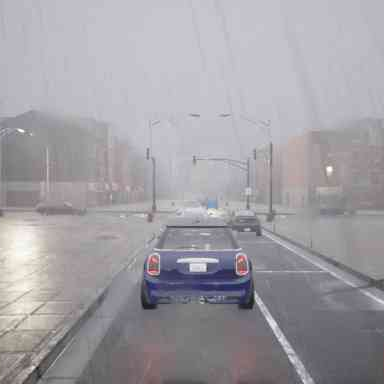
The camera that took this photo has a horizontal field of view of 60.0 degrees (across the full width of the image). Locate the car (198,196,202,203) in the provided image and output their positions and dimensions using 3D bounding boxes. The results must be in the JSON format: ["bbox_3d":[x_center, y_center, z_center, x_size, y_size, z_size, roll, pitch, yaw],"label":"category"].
[{"bbox_3d":[2.655,1.519,55.614,2.192,1.841,5.009,-1,0,0],"label":"car"}]

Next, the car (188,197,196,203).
[{"bbox_3d":[0.060,2.008,85.879,2.128,1.511,4.902,0,-1,0],"label":"car"}]

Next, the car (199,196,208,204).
[{"bbox_3d":[2.670,1.828,76.773,1.967,1.590,4.097,-1,-1,0],"label":"car"}]

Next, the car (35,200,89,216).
[{"bbox_3d":[-11.698,1.460,30.136,4.674,1.442,1.812,1,1,2],"label":"car"}]

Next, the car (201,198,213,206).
[{"bbox_3d":[2.663,1.796,60.901,2.008,1.369,4.403,-1,-1,0],"label":"car"}]

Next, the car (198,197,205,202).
[{"bbox_3d":[2.683,2.144,92.642,1.802,1.307,4.206,-2,-1,0],"label":"car"}]

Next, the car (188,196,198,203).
[{"bbox_3d":[0.055,1.975,75.912,1.895,1.301,4.718,0,-1,0],"label":"car"}]

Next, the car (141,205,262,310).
[{"bbox_3d":[0.103,1.356,8.001,2.097,1.767,4.553,0,0,0],"label":"car"}]

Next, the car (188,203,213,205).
[{"bbox_3d":[0.141,1.547,17.822,1.812,1.442,4.674,0,0,1],"label":"car"}]

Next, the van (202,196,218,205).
[{"bbox_3d":[2.649,1.477,45.032,1.690,1.788,3.998,-1,0,0],"label":"van"}]

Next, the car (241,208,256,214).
[{"bbox_3d":[2.638,1.573,18.073,2.008,1.369,4.403,-1,0,0],"label":"car"}]

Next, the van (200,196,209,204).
[{"bbox_3d":[2.665,1.678,71.484,1.690,1.788,3.998,-1,-1,0],"label":"van"}]

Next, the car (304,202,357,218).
[{"bbox_3d":[13.696,1.724,33.019,4.902,1.511,2.128,1,1,0],"label":"car"}]

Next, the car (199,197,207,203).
[{"bbox_3d":[2.676,1.987,82.062,1.887,1.381,4.507,-1,-1,0],"label":"car"}]
